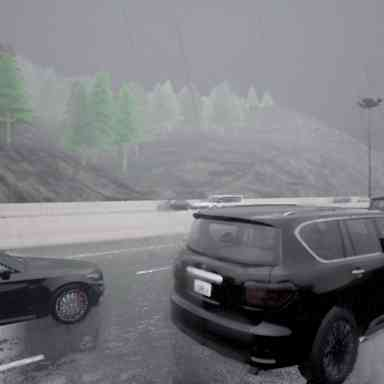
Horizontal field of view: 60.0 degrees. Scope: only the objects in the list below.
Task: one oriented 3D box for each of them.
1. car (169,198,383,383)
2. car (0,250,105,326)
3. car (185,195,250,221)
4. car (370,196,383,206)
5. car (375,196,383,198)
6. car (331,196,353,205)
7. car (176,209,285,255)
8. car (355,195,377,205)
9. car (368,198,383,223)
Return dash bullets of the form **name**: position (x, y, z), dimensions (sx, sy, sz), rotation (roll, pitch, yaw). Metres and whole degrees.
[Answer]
- **car**: position (2.265, 1.229, 5.560), dimensions (5.566, 2.045, 2.150), rotation (0, 0, -37)
- **car**: position (-3.799, 1.540, 5.438), dimensions (4.674, 1.442, 1.812), rotation (0, 0, -35)
- **car**: position (2.283, 1.269, 28.271), dimensions (5.566, 2.045, 2.150), rotation (0, 0, -40)
- **car**: position (33.390, 1.538, 58.622), dimensions (5.008, 1.535, 1.882), rotation (0, 0, -40)
- **car**: position (10.849, 1.238, 16.943), dimensions (5.566, 2.045, 2.150), rotation (0, 0, -40)
- **car**: position (28.890, 1.553, 63.976), dimensions (5.008, 1.535, 1.882), rotation (0, 0, -40)
- **car**: position (1.761, 1.548, 14.066), dimensions (4.674, 1.442, 1.812), rotation (0, 0, -38)
- **car**: position (32.914, 1.423, 62.773), dimensions (4.553, 1.767, 2.097), rotation (0, 0, -40)
- **car**: position (15.539, 1.377, 25.395), dimensions (4.553, 1.767, 2.097), rotation (0, 0, -40)
